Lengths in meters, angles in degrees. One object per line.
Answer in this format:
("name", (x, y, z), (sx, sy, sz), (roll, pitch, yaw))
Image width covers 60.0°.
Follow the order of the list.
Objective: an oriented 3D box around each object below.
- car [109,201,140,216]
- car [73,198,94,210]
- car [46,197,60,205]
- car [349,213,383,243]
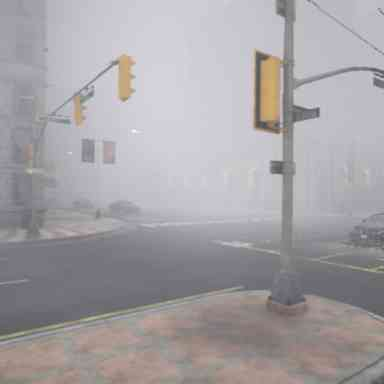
("car", (-7.307, 1.665, 35.773), (1.882, 1.535, 5.008), (1, -1, -36))
("car", (-15.396, 1.666, 47.115), (1.882, 1.535, 5.008), (1, 0, -35))
("car", (-26.154, 1.692, 62.523), (2.128, 1.511, 4.902), (1, -1, -35))
("car", (9.581, 1.752, 16.228), (4.674, 1.442, 1.812), (1, 0, -35))
